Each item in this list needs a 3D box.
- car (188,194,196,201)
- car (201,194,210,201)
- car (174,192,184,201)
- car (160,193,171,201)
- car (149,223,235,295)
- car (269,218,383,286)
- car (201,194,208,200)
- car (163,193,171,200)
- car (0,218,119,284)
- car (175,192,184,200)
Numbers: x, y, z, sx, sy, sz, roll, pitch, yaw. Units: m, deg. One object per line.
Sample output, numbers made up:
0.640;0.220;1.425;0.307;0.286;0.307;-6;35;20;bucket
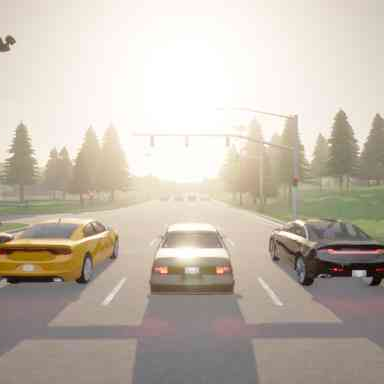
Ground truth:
0.003;1.346;83.912;2.097;1.767;4.553;0;0;0;car
3.503;1.516;83.975;1.812;1.442;4.674;0;0;0;car
-3.497;1.469;83.559;1.882;1.535;5.008;0;0;0;car
-6.997;1.492;83.559;1.837;1.490;4.892;0;0;0;car
0.005;1.547;8.873;2.033;1.411;5.357;0;0;0;car
3.512;1.492;9.393;2.128;1.511;4.902;0;0;0;car
3.504;1.356;93.978;1.812;1.442;4.674;0;0;0;car
-6.996;1.187;93.949;2.097;1.767;4.553;0;0;0;car
-3.487;1.478;9.627;1.882;1.535;5.008;0;0;1;car
-3.496;1.057;94.009;2.150;2.045;5.566;0;0;0;car
